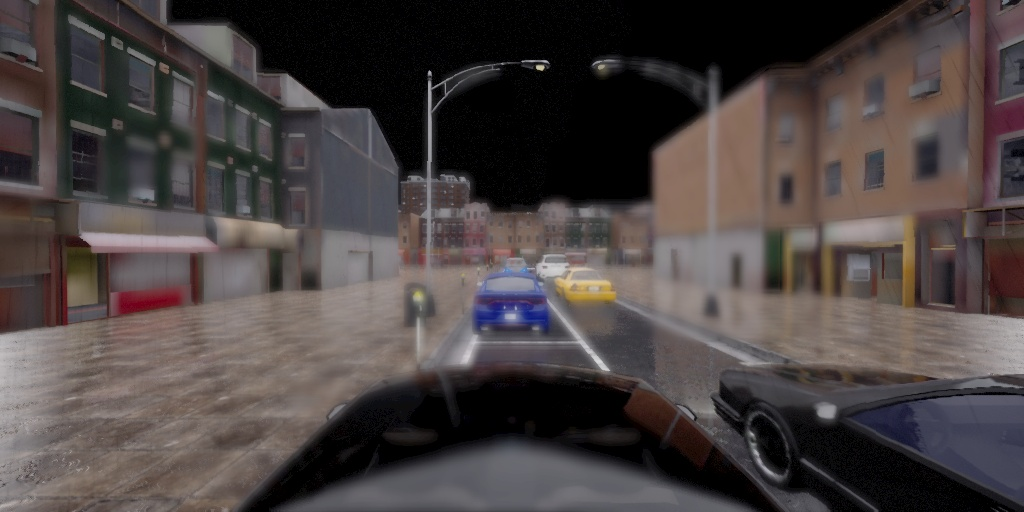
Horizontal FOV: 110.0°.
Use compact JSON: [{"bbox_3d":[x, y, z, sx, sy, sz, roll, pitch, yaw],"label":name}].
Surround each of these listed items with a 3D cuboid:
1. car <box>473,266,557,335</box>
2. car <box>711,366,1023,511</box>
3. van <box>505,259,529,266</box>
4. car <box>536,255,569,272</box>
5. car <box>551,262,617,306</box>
[{"bbox_3d":[0.006,1.227,10.501,1.882,1.535,5.008,0,0,0],"label":"car"},{"bbox_3d":[3.116,1.297,1.477,2.033,1.411,5.357,0,0,0],"label":"car"},{"bbox_3d":[0.382,1.095,27.349,1.690,1.789,3.998,0,0,0],"label":"van"},{"bbox_3d":[3.103,0.977,26.904,2.150,2.045,5.566,0,0,0],"label":"car"},{"bbox_3d":[3.020,1.206,15.526,1.801,1.575,5.366,0,0,0],"label":"car"}]
